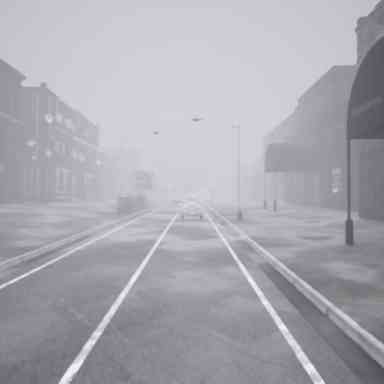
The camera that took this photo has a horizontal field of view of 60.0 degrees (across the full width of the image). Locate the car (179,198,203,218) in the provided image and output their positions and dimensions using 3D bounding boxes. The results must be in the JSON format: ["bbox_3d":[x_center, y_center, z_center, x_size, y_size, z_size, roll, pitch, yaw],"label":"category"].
[{"bbox_3d":[0.025,1.545,29.729,1.812,1.442,4.674,0,0,1],"label":"car"}]

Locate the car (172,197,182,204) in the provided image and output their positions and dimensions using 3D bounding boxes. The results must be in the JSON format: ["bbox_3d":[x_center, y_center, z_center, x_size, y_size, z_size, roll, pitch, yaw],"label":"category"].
[{"bbox_3d":[-3.029,1.675,67.304,1.882,1.535,5.008,0,0,0],"label":"car"}]
